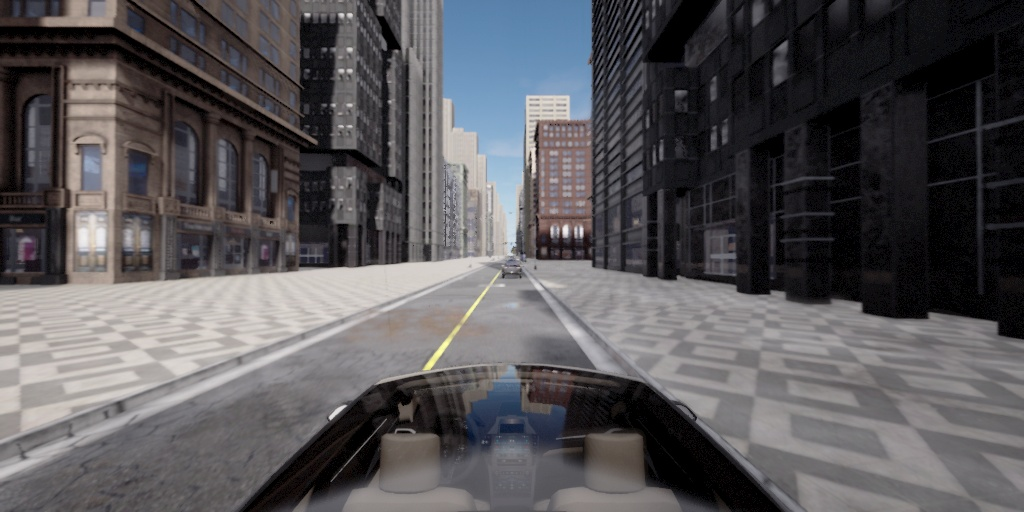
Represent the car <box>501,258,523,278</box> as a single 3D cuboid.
[{"bbox_3d":[0.016,1.235,33.707,2.128,1.511,4.902,0,0,0],"label":"car"}]
